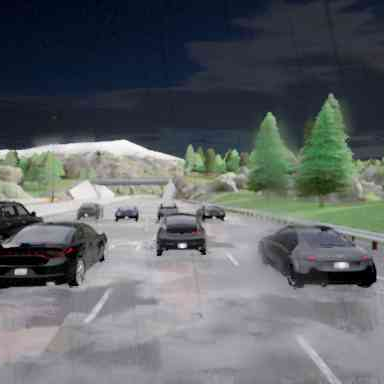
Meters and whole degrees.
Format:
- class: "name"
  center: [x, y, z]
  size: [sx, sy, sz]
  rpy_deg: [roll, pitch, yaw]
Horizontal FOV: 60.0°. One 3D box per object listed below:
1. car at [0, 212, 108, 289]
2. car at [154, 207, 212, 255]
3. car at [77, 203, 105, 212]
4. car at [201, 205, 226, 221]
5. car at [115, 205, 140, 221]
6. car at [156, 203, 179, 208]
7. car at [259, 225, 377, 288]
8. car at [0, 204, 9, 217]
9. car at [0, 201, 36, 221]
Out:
- class: "car"
  center: [-3.730, 1.555, 9.508]
  size: [1.882, 1.535, 5.008]
  rpy_deg: [0, 0, -3]
- class: "car"
  center: [-0.491, 1.604, 13.767]
  size: [1.837, 1.490, 4.892]
  rpy_deg: [0, 0, -4]
- class: "car"
  center: [-9.292, 1.745, 30.729]
  size: [1.837, 1.490, 4.892]
  rpy_deg: [0, 0, -7]
- class: "car"
  center: [1.521, 1.802, 28.909]
  size: [1.895, 1.301, 4.718]
  rpy_deg: [0, 0, -7]
- class: "car"
  center: [-5.550, 1.820, 29.074]
  size: [1.895, 1.301, 4.718]
  rpy_deg: [0, 0, -7]
- class: "car"
  center: [-2.213, 1.713, 30.507]
  size: [2.128, 1.511, 4.902]
  rpy_deg: [0, 0, -7]
- class: "car"
  center: [3.261, 1.624, 9.449]
  size: [1.994, 1.385, 4.181]
  rpy_deg: [0, 0, -3]
- class: "car"
  center: [-20.403, 1.886, 33.460]
  size: [1.895, 1.301, 4.718]
  rpy_deg: [0, 0, -7]
- class: "car"
  center: [-7.391, 1.329, 12.452]
  size: [2.150, 2.045, 5.566]
  rpy_deg: [0, 0, -4]
